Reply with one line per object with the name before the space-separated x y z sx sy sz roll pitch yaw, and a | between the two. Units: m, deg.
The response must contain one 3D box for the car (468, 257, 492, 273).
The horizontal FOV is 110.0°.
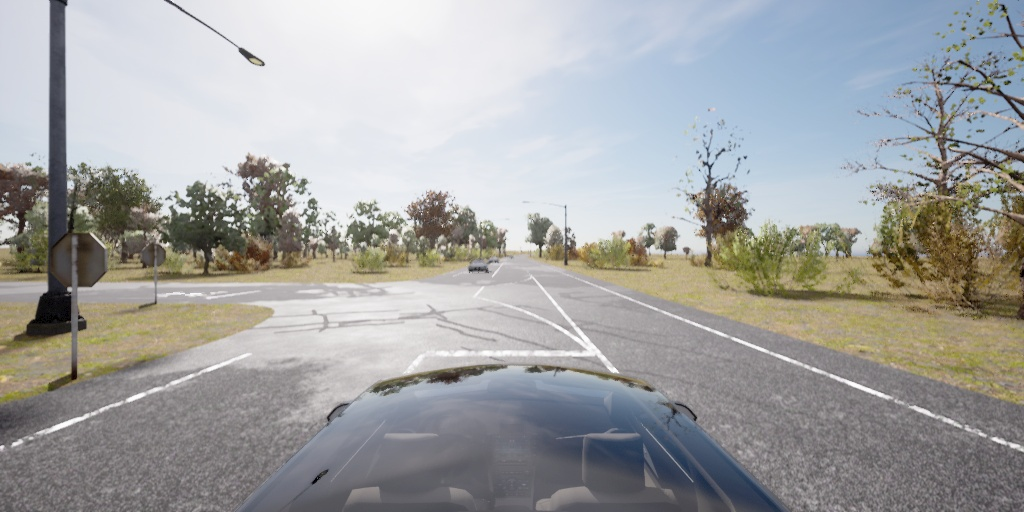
car | -3.493 1.092 38.072 1.994 1.385 4.181 0 0 0
